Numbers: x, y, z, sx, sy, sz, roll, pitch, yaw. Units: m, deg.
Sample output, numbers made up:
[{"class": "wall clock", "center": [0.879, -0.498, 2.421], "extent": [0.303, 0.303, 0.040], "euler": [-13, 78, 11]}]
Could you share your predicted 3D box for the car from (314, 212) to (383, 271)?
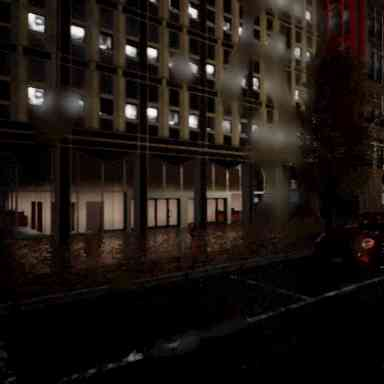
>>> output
[{"class": "car", "center": [5.752, 1.395, 10.658], "extent": [4.097, 1.590, 1.967], "euler": [-1, 1, -36]}]
